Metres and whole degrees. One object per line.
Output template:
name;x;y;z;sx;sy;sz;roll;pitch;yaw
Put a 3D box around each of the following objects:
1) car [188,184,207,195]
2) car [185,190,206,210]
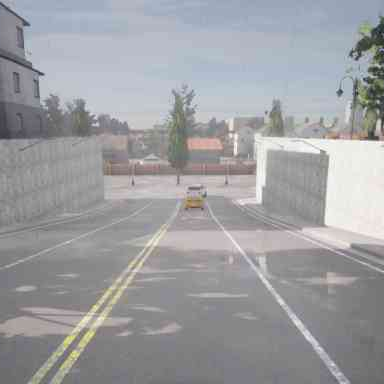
car;0.654;-0.099;46.569;2.150;2.045;5.566;1;7;9
car;0.240;0.981;36.277;1.882;1.535;5.008;0;4;0
